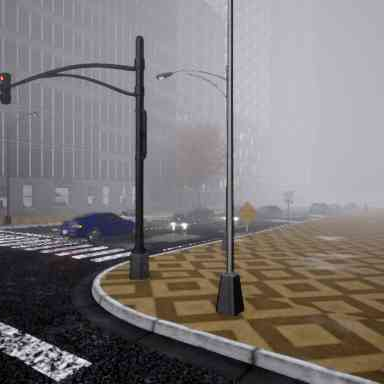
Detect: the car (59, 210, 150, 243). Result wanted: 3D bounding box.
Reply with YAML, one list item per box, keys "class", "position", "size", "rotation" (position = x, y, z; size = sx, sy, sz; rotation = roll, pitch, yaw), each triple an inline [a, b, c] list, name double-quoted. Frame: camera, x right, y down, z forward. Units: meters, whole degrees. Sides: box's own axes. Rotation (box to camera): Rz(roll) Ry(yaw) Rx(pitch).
- class: "car"
  position: [-4.669, 1.768, 17.590]
  size: [1.812, 1.442, 4.674]
  rotation: [1, -1, 36]

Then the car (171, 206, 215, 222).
- class: "car"
  position: [0.272, 2.046, 31.686]
  size: [2.033, 1.411, 5.357]
  rotation: [0, -1, 33]

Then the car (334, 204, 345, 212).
- class: "car"
  position: [23.749, 2.641, 55.874]
  size: [2.033, 1.411, 5.357]
  rotation: [0, -1, 33]

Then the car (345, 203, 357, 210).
- class: "car"
  position: [31.350, 2.837, 65.789]
  size: [1.812, 1.442, 4.674]
  rotation: [0, -1, 33]

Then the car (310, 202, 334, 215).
- class: "car"
  position: [18.295, 2.268, 47.375]
  size: [2.097, 1.767, 4.553]
  rotation: [0, -1, 33]

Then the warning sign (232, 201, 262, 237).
- class: "warning sign"
  position: [3.092, 1.454, 18.559]
  size: [1.300, 1.860, 1.060]
  rotation: [1, 1, 33]

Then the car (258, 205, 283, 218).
- class: "car"
  position: [9.259, 2.230, 39.307]
  size: [1.812, 1.442, 4.674]
  rotation: [0, -1, 33]

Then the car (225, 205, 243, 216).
- class: "car"
  position: [5.640, 2.240, 40.029]
  size: [1.994, 1.385, 4.181]
  rotation: [0, -1, 33]

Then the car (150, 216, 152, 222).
- class: "car"
  position: [-4.993, 1.925, 23.491]
  size: [1.895, 1.301, 4.718]
  rotation: [0, -1, 33]
